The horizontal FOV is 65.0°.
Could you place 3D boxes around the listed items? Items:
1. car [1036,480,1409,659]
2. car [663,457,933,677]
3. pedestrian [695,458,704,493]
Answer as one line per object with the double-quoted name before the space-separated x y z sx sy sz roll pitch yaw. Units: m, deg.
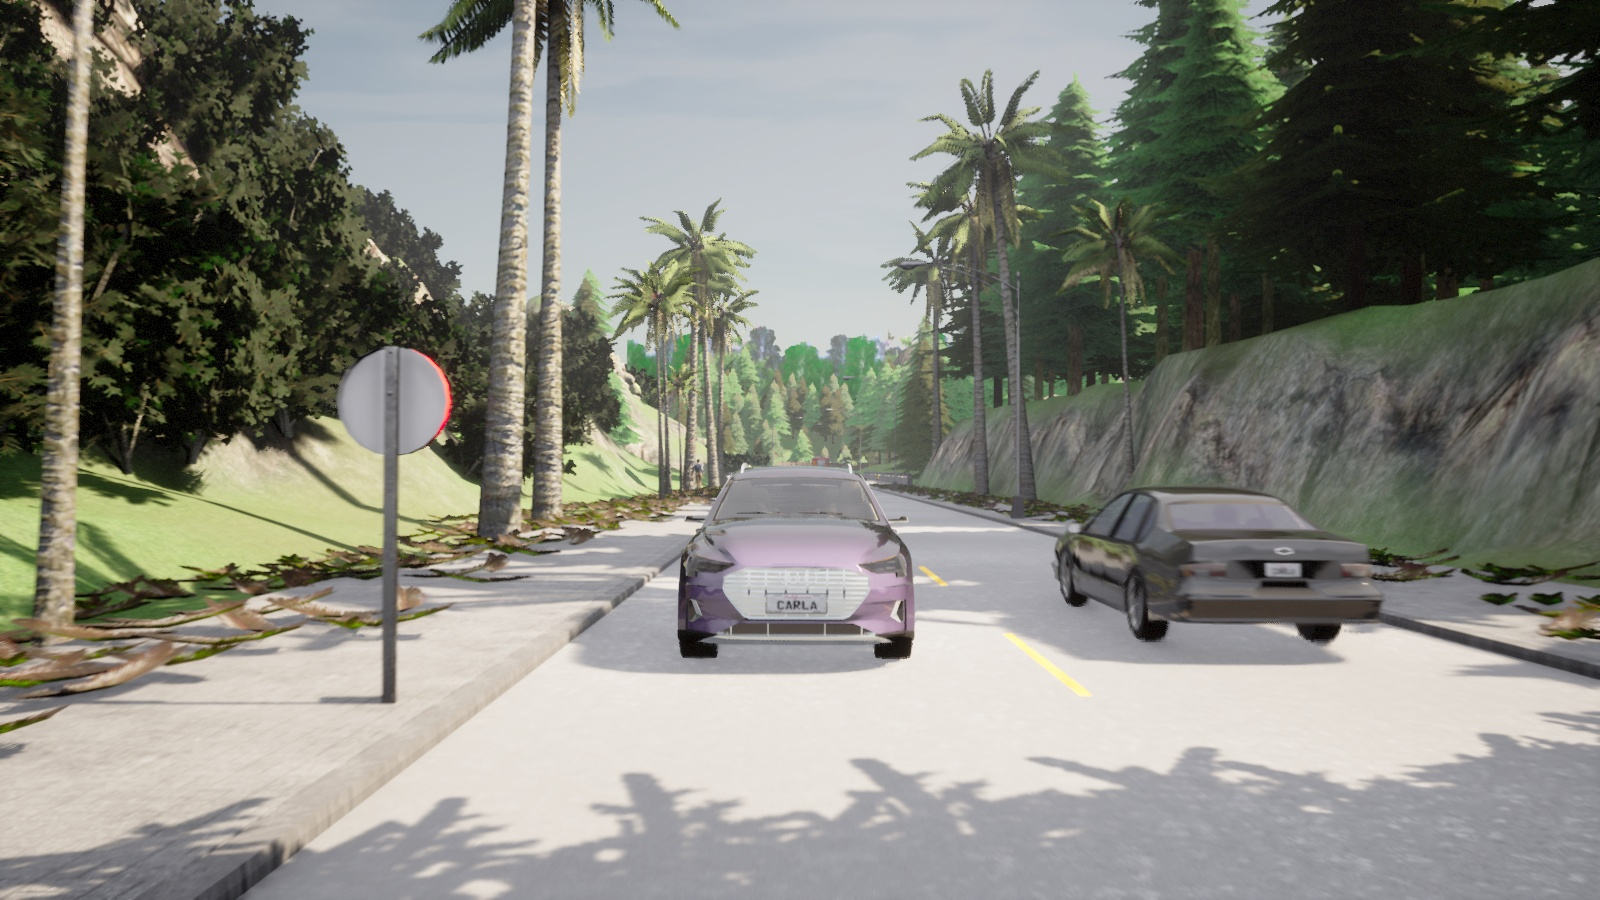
"car" 3.968 1.042 12.978 2.033 1.411 5.357 0 -1 0
"car" -0.028 0.925 11.912 2.033 1.649 4.856 0 -1 0
"pedestrian" -5.596 1.405 69.720 0.423 1.949 0.788 0 -1 0
